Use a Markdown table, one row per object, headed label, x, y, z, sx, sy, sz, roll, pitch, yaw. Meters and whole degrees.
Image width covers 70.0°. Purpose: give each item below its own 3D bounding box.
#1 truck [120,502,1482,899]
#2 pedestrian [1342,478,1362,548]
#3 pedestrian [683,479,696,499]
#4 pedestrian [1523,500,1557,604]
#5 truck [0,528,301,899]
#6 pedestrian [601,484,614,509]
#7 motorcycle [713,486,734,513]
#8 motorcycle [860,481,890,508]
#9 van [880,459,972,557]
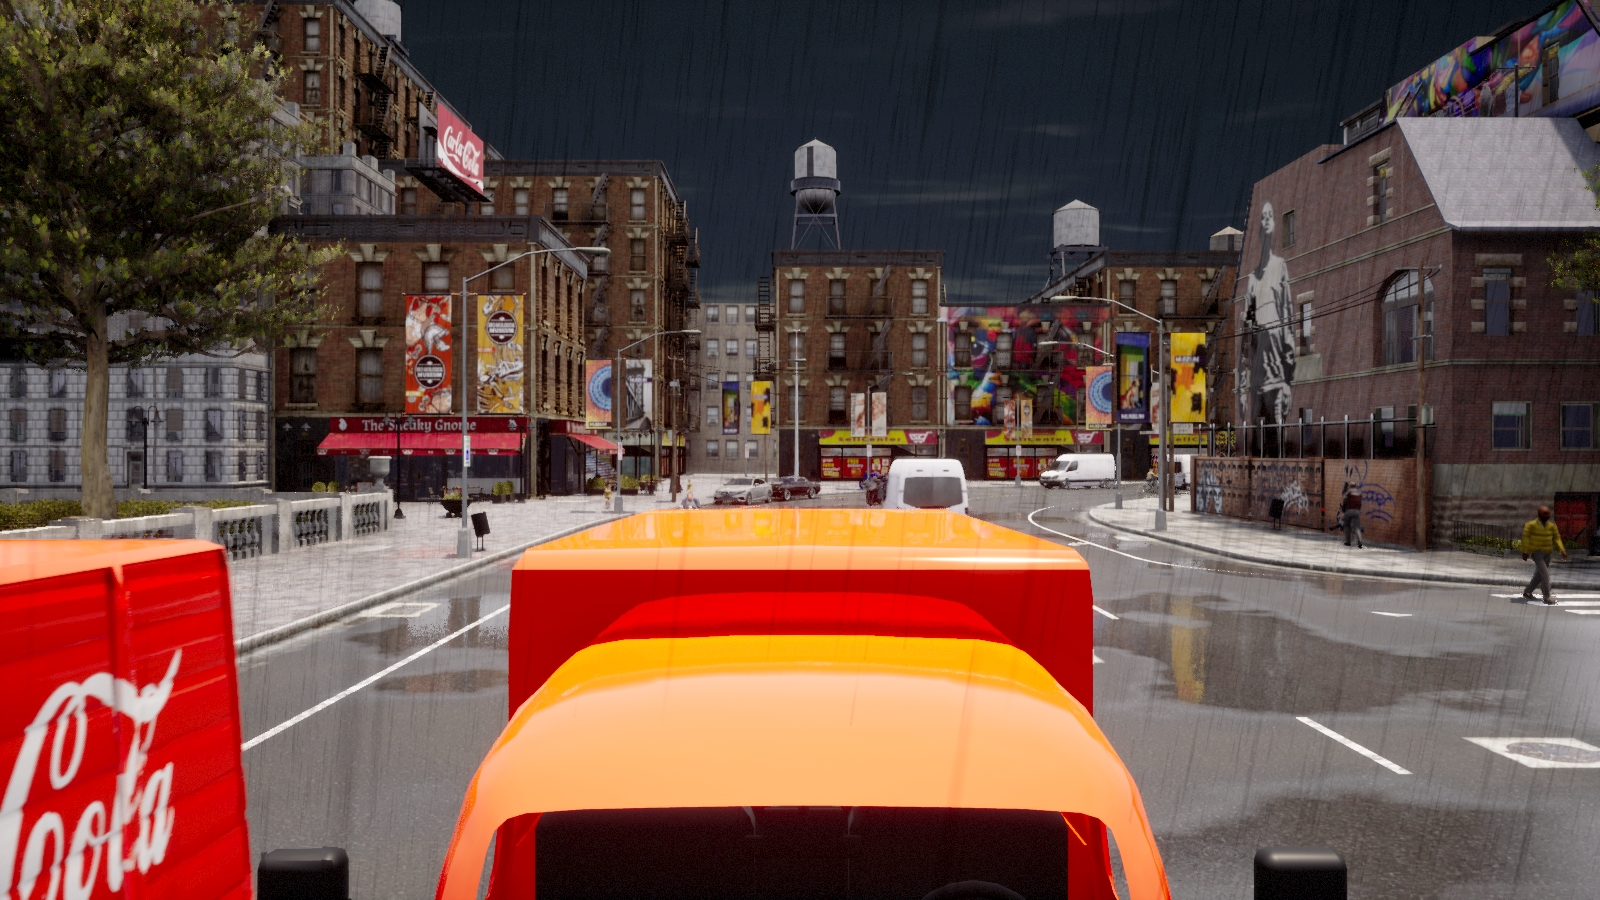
| label | x | y | z | sx | sy | sz | roll | pitch | yaw |
| --- | --- | --- | --- | --- | --- | --- | --- | --- | --- |
| truck | -0.002 | 1.571 | 4.805 | 2.627 | 2.467 | 5.204 | 0 | 0 | 0 |
| pedestrian | 15.018 | 1.709 | 31.081 | 0.375 | 1.860 | 0.375 | 0 | 0 | 0 |
| pedestrian | -5.965 | 2.100 | 61.755 | 0.500 | 1.100 | 0.500 | 0 | 0 | 22 |
| pedestrian | 13.512 | 1.857 | 20.873 | 0.375 | 1.860 | 0.375 | 0 | 0 | 0 |
| truck | -3.471 | 1.569 | 2.311 | 2.627 | 2.467 | 5.204 | 0 | 0 | 0 |
| pedestrian | -8.613 | 2.096 | 51.231 | 0.500 | 1.100 | 0.500 | 0 | 0 | -1 |
| motorcycle | -3.487 | 2.233 | 52.300 | 0.803 | 1.145 | 2.033 | 0 | 0 | 1 |
| motorcycle | 3.789 | 2.227 | 57.834 | 0.867 | 1.251 | 2.209 | 1 | 0 | 22 |
| van | 3.522 | 1.547 | 33.040 | 1.988 | 2.561 | 5.915 | 0 | 0 | 0 |
